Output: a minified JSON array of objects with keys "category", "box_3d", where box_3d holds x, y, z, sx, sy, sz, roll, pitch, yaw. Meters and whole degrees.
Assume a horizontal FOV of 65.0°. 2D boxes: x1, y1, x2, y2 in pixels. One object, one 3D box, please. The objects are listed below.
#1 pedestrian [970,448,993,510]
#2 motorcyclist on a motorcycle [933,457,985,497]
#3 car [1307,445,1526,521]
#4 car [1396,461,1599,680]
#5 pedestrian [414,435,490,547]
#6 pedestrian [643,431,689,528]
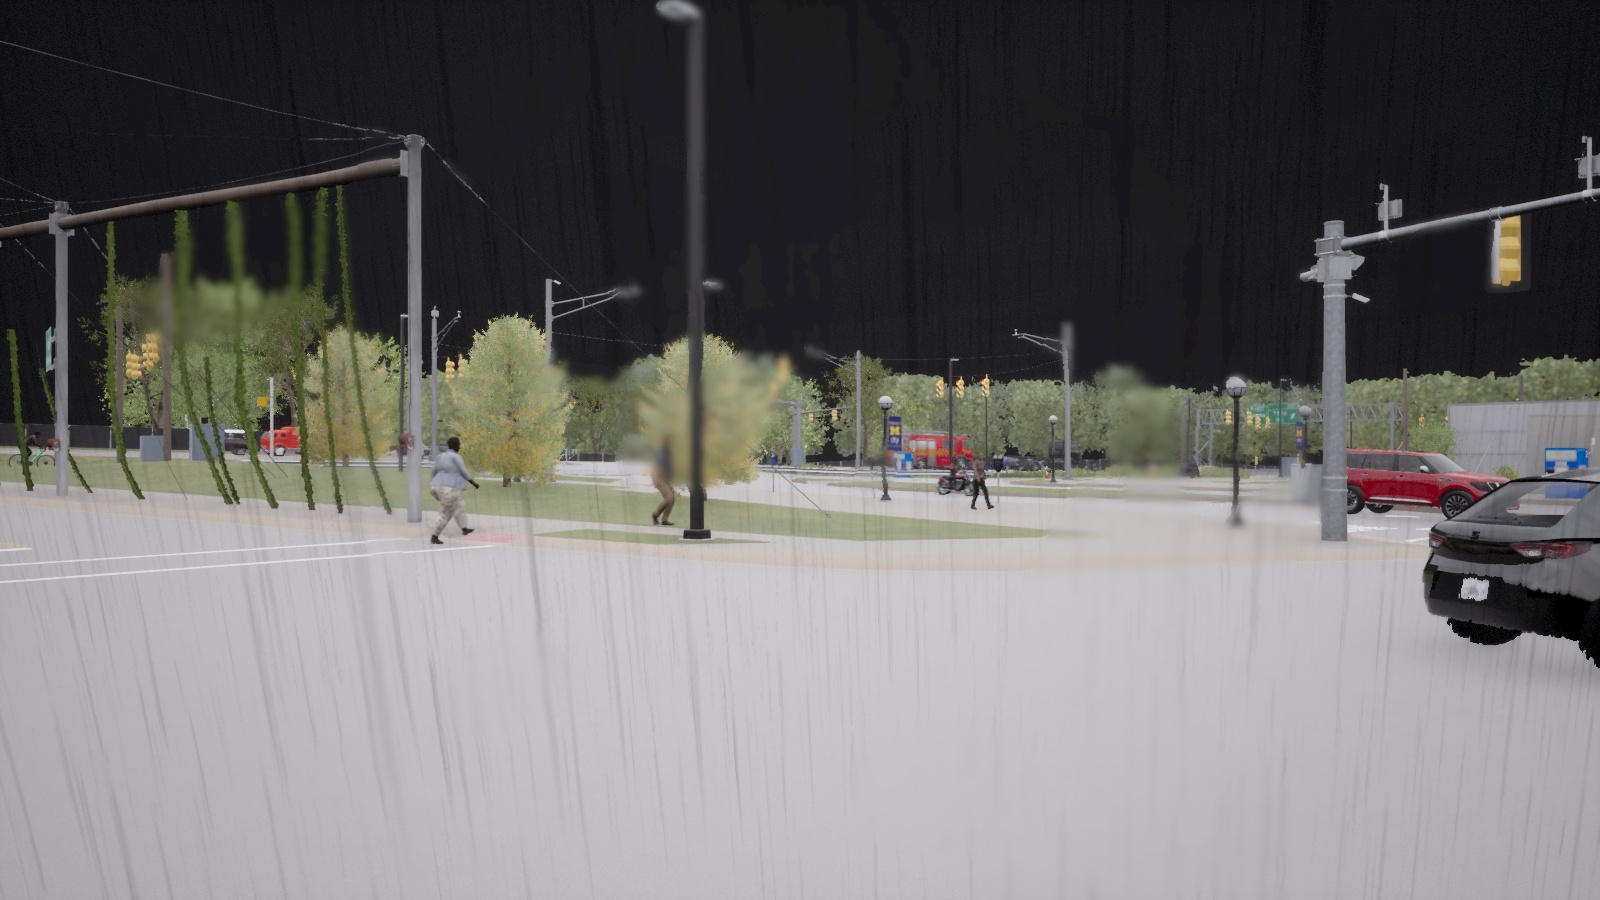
[{"category":"pedestrian","box_3d":[5.465,0.866,37.752,0.331,1.846,0.634,0,0,-34]},{"category":"motorcyclist on a motorcycle","box_3d":[6.773,1.149,53.539,0.766,1.649,2.350,0,0,-38]},{"category":"car","box_3d":[18.649,0.938,38.240,2.150,2.045,5.566,0,1,-38]},{"category":"car","box_3d":[7.125,0.819,9.727,4.193,1.474,1.816,-1,-1,-7]},{"category":"pedestrian","box_3d":[-5.913,0.679,21.355,0.874,1.855,0.900,0,0,41]},{"category":"pedestrian","box_3d":[-2.591,0.562,24.325,0.694,1.848,0.540,0,0,30]}]
